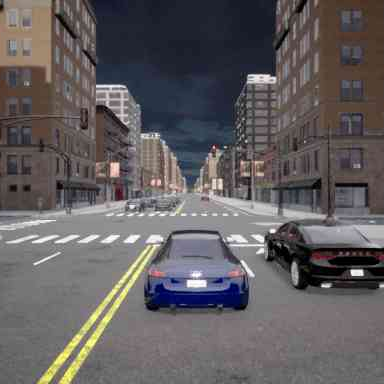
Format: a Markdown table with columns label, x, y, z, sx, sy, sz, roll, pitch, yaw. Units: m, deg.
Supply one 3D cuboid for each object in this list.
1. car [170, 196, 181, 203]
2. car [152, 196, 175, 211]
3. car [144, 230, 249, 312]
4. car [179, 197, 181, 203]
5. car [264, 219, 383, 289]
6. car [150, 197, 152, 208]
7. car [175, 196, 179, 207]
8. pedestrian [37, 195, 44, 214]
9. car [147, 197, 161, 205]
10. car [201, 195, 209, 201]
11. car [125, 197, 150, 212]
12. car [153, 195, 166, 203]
| label | x | y | z | sx | sy | sz | roll | pitch | yaw |
| --- | --- | --- | --- | --- | --- | --- | --- | --- | --- |
| car | -3.335 | 1.500 | 69.715 | 2.033 | 1.411 | 5.357 | 0 | 0 | 0 |
| car | -3.396 | 1.504 | 40.476 | 1.837 | 1.490 | 4.892 | 0 | 0 | 0 |
| car | 0.079 | 1.564 | 7.800 | 1.994 | 1.385 | 4.181 | 0 | 0 | 0 |
| car | -3.396 | 1.557 | 59.329 | 1.994 | 1.385 | 4.181 | 0 | 0 | 0 |
| car | 3.327 | 1.478 | 9.180 | 1.882 | 1.535 | 5.008 | 0 | 0 | 0 |
| car | -6.655 | 1.502 | 48.469 | 1.837 | 1.490 | 4.892 | 0 | 0 | 0 |
| car | -3.403 | 1.501 | 49.785 | 1.837 | 1.490 | 4.892 | 0 | 0 | 0 |
| pedestrian | -14.180 | 1.170 | 31.106 | 0.375 | 1.860 | 0.375 | 0 | 0 | 0 |
| car | -6.650 | 1.594 | 58.393 | 1.895 | 1.301 | 4.718 | 0 | 0 | 0 |
| car | 3.152 | 1.464 | 80.604 | 1.882 | 1.535 | 5.008 | 0 | 0 | 0 |
| car | -6.644 | 1.490 | 39.223 | 2.128 | 1.511 | 4.902 | 0 | 0 | 0 |
| car | -6.592 | 1.482 | 68.508 | 2.128 | 1.511 | 4.902 | 0 | 0 | 0 |
